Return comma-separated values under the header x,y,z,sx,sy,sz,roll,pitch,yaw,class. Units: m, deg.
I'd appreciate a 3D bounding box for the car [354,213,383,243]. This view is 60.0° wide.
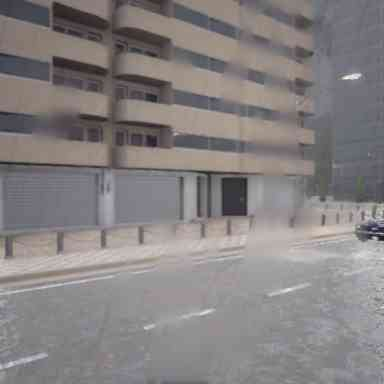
x,y,z,sx,sy,sz,roll,pitch,yaw,class
9.246,1.561,14.788,4.718,1.301,1.895,0,0,-35,car
